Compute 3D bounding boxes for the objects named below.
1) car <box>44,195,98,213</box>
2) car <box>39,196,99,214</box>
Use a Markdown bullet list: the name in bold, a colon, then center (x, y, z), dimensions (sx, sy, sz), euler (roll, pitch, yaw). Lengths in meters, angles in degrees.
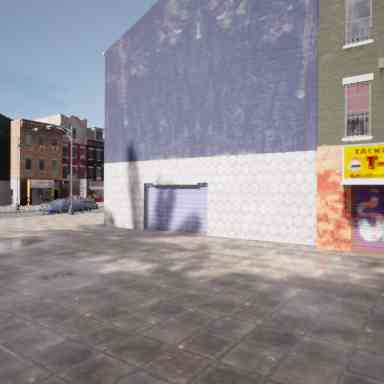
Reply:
- **car**: center (-12.378, 1.180, 34.458), dimensions (2.128, 1.511, 4.902), euler (1, 1, 36)
- **car**: center (-11.311, 1.294, 30.876), dimensions (2.033, 1.411, 5.357), euler (1, 1, 35)
